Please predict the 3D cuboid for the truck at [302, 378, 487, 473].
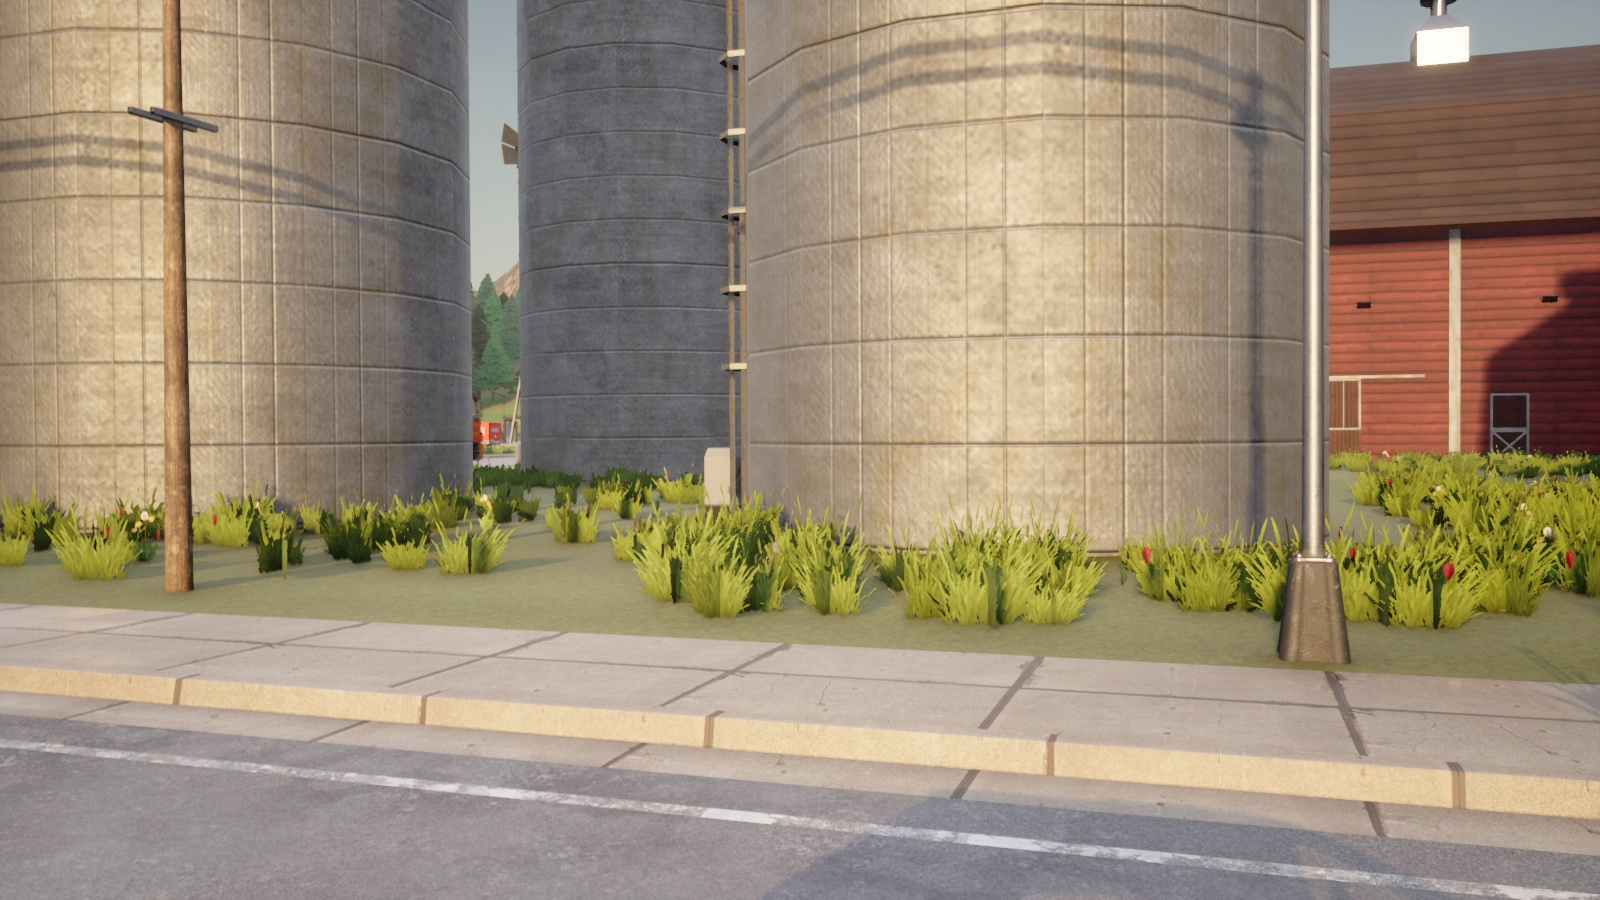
[{"bbox_3d":[-15.766,-0.952,49.593,2.891,3.462,7.936,0,1,18],"label":"truck"}]
